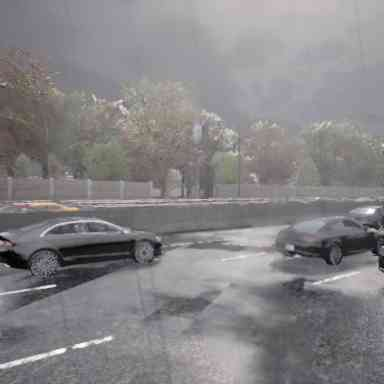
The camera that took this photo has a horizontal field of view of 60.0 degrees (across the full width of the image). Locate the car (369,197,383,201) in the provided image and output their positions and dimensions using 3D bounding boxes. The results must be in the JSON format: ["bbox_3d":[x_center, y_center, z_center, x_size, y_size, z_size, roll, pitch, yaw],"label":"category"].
[{"bbox_3d":[25.933,1.388,43.875,4.553,1.767,2.097,0,0,-35],"label":"car"}]

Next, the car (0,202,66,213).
[{"bbox_3d":[-9.961,1.480,18.378,5.008,1.535,1.882,0,0,-35],"label":"car"}]

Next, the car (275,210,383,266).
[{"bbox_3d":[4.860,1.529,11.515,4.674,1.442,1.812,0,0,-36],"label":"car"}]

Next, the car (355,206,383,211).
[{"bbox_3d":[11.187,1.555,20.297,5.357,1.411,2.033,0,0,-35],"label":"car"}]

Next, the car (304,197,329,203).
[{"bbox_3d":[19.559,1.527,52.219,4.902,1.511,2.128,0,0,-35],"label":"car"}]

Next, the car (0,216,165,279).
[{"bbox_3d":[-3.173,1.493,10.077,4.902,1.511,2.128,0,0,-35],"label":"car"}]

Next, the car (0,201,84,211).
[{"bbox_3d":[-10.254,1.481,22.467,5.008,1.535,1.882,0,0,-35],"label":"car"}]

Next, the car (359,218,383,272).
[{"bbox_3d":[6.643,1.494,8.472,4.902,1.511,2.128,0,0,-35],"label":"car"}]

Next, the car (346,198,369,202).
[{"bbox_3d":[24.246,1.563,46.966,4.674,1.442,1.812,0,0,-35],"label":"car"}]

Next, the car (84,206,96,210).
[{"bbox_3d":[-10.361,1.551,26.688,5.357,1.411,2.033,0,0,-35],"label":"car"}]

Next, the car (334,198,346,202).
[{"bbox_3d":[23.638,1.641,50.814,4.718,1.301,1.895,0,0,-35],"label":"car"}]

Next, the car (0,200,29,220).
[{"bbox_3d":[-16.128,1.481,26.877,5.008,1.535,1.882,0,0,-35],"label":"car"}]
